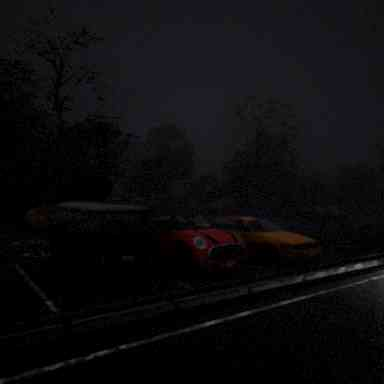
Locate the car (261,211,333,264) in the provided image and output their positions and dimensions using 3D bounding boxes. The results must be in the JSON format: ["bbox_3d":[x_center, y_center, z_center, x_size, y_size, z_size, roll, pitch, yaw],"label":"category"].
[{"bbox_3d":[2.254,1.600,12.695,1.946,1.575,5.366,1,-1,-36],"label":"car"}]

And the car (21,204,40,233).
[{"bbox_3d":[-9.039,1.517,20.131,1.946,1.575,5.366,1,-1,-36],"label":"car"}]

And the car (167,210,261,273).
[{"bbox_3d":[-0.236,1.423,11.164,2.185,1.767,4.553,1,-1,-36],"label":"car"}]

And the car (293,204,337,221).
[{"bbox_3d":[12.365,2.261,35.310,2.002,1.452,4.674,3,-1,-36],"label":"car"}]

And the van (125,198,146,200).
[{"bbox_3d":[-4.435,1.390,23.080,1.878,1.987,4.442,1,-1,-36],"label":"van"}]

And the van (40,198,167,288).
[{"bbox_3d":[-2.747,1.278,9.457,1.878,1.987,4.442,1,-1,-36],"label":"van"}]

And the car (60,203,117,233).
[{"bbox_3d":[-6.881,1.561,21.688,1.946,1.575,5.366,1,-1,-36],"label":"car"}]

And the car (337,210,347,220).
[{"bbox_3d":[14.913,2.207,37.204,2.185,1.767,4.553,2,-1,-36],"label":"car"}]
